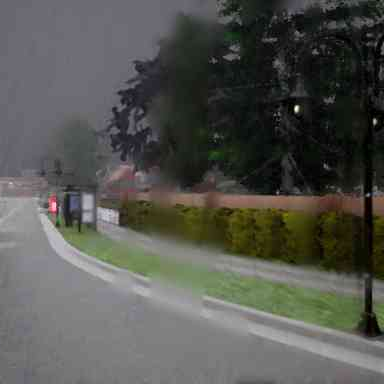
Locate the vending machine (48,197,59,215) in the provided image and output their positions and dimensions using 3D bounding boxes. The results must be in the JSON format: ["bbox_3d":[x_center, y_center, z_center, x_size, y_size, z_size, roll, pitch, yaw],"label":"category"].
[{"bbox_3d":[-16.639,1.663,39.873,1.100,2.100,0.880,1,-1,-26],"label":"vending machine"}]
